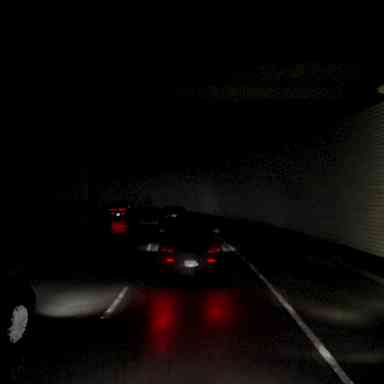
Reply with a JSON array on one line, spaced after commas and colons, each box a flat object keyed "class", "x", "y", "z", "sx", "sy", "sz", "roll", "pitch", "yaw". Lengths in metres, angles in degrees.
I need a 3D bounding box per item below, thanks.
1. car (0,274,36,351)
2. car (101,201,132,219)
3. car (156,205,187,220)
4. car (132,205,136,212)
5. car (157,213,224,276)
[{"class": "car", "x": -3.477, "y": 1.499, "z": 3.383, "sx": 1.837, "sy": 1.490, "sz": 4.892, "roll": 1, "pitch": 0, "yaw": 3}, {"class": "car", "x": -7.262, "y": 1.697, "z": 30.951, "sx": 1.837, "sy": 1.490, "sz": 4.892, "roll": 1, "pitch": -1, "yaw": -22}, {"class": "car", "x": -1.342, "y": 1.694, "z": 23.171, "sx": 1.837, "sy": 1.490, "sz": 4.892, "roll": 1, "pitch": 0, "yaw": -10}, {"class": "car", "x": -8.784, "y": 1.811, "z": 40.964, "sx": 2.033, "sy": 1.411, "sz": 5.357, "roll": 1, "pitch": -1, "yaw": -36}, {"class": "car", "x": -0.082, "y": 1.617, "z": 10.544, "sx": 1.812, "sy": 1.442, "sz": 4.674, "roll": 1, "pitch": 0, "yaw": -1}]
